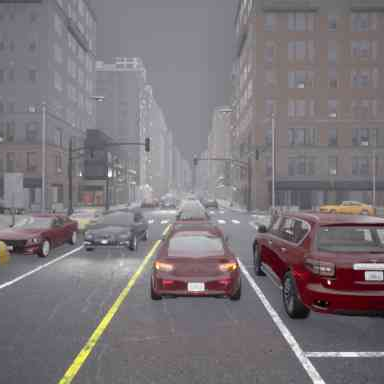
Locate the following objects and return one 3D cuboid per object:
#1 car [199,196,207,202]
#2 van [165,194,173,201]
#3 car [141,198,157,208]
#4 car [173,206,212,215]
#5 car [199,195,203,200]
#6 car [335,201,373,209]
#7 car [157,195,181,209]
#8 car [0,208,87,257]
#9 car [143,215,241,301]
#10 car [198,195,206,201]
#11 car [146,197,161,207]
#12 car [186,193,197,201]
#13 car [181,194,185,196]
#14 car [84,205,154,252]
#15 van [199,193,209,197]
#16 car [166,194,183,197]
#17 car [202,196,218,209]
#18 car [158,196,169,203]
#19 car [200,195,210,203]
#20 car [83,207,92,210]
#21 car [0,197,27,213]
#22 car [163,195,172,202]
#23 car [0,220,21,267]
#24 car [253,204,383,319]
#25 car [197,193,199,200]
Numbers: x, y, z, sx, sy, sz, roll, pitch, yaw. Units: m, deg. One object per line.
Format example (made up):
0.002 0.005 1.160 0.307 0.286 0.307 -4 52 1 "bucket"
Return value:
2.661 1.608 79.588 1.802 1.307 4.206 1 0 0 "car"
-5.863 1.370 85.265 1.690 1.788 3.998 1 0 0 "van"
-5.858 1.555 45.555 1.887 1.381 4.507 1 0 0 "car"
0.060 1.605 17.413 1.895 1.301 4.718 0 0 0 "car"
2.665 1.596 56.894 1.802 1.307 4.206 1 0 0 "car"
15.118 1.641 32.745 5.008 1.535 1.882 0 -1 1 "car"
-3.092 1.502 45.464 2.128 1.511 4.902 0 0 1 "car"
-5.851 1.547 12.911 1.887 1.381 4.507 1 0 0 "car"
0.084 1.527 8.235 1.812 1.442 4.674 0 0 0 "car"
2.659 1.599 90.934 1.947 1.339 4.313 1 0 0 "car"
-5.859 1.557 51.228 1.887 1.381 4.507 1 0 0 "car"
-0.015 1.569 85.281 2.033 1.411 5.357 0 0 0 "car"
-3.043 1.566 65.744 2.033 1.411 5.357 0 0 1 "car"
-2.984 1.510 13.967 1.837 1.490 4.892 0 -1 1 "car"
2.667 1.358 62.568 1.690 1.788 3.998 1 0 0 "van"
-3.098 1.561 55.315 2.033 1.411 5.357 0 0 0 "car"
2.668 1.592 45.548 1.802 1.307 4.206 1 0 0 "car"
-5.862 1.601 68.247 1.802 1.307 4.206 1 0 0 "car"
2.666 1.594 51.221 1.802 1.307 4.206 1 0 0 "car"
-5.852 1.529 18.365 1.752 1.417 4.829 1 0 0 "car"
-17.266 1.198 29.723 4.553 1.767 2.097 1 -1 0 "car"
-5.863 1.466 79.592 1.967 1.590 4.097 1 0 0 "car"
-5.850 1.527 7.116 1.752 1.417 4.829 1 0 0 "car"
2.678 1.316 7.279 2.192 1.841 5.009 1 0 0 "car"
2.666 1.334 68.241 2.192 1.841 5.009 1 0 0 "car"
